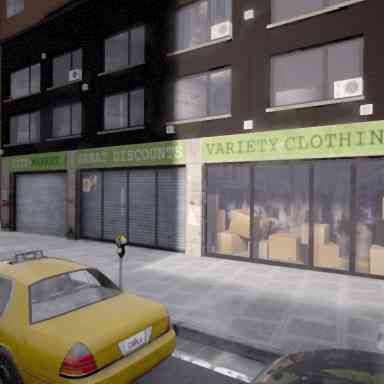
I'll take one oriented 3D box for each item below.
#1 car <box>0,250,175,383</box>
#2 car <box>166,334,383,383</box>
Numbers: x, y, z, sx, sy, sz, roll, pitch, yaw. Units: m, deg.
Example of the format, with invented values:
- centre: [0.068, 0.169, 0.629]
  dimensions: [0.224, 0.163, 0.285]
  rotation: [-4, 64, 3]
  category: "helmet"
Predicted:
- centre: [-2.489, 1.524, 4.789]
  dimensions: [4.829, 1.417, 1.752]
  rotation: [0, 1, 35]
  category: "car"
- centre: [2.249, 1.551, 1.520]
  dimensions: [4.403, 1.369, 2.008]
  rotation: [0, 1, 35]
  category: "car"
